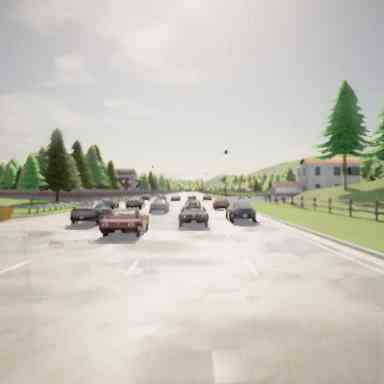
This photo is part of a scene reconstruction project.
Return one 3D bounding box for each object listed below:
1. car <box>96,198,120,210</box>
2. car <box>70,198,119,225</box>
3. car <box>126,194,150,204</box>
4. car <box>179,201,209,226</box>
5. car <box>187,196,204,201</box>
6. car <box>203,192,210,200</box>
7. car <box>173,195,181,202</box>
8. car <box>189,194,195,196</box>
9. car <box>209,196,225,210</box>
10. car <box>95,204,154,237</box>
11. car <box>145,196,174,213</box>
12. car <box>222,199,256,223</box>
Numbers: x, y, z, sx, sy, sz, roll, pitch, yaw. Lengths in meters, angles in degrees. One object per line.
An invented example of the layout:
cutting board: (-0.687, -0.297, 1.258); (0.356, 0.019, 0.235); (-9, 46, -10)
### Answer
car: (-10.391, 1.432, 41.517); (1.994, 1.385, 4.181); (0, 0, 0)
car: (-6.896, 1.418, 23.177); (2.128, 1.511, 4.902); (0, 0, 0)
car: (-6.893, 1.362, 40.728); (2.128, 1.511, 4.902); (0, 0, 0)
car: (0.103, 1.529, 22.472); (1.895, 1.301, 4.718); (0, 0, 0)
car: (0.107, 1.476, 39.314); (1.895, 1.301, 4.718); (0, 0, 0)
car: (3.513, 1.309, 77.151); (1.994, 1.385, 4.181); (0, 0, 0)
car: (-3.488, 1.325, 70.903); (1.994, 1.385, 4.181); (0, 0, 0)
car: (0.013, 1.289, 74.652); (2.128, 1.511, 4.902); (0, 0, 0)
car: (3.607, 1.432, 41.508); (1.994, 1.385, 4.181); (0, 0, 0)
car: (-3.397, 1.545, 17.583); (1.895, 1.301, 4.718); (0, 0, 0)
car: (-3.394, 1.435, 35.372); (2.033, 1.411, 5.357); (0, 0, 0)
car: (3.590, 1.447, 24.842); (1.812, 1.442, 4.674); (0, 0, 0)
